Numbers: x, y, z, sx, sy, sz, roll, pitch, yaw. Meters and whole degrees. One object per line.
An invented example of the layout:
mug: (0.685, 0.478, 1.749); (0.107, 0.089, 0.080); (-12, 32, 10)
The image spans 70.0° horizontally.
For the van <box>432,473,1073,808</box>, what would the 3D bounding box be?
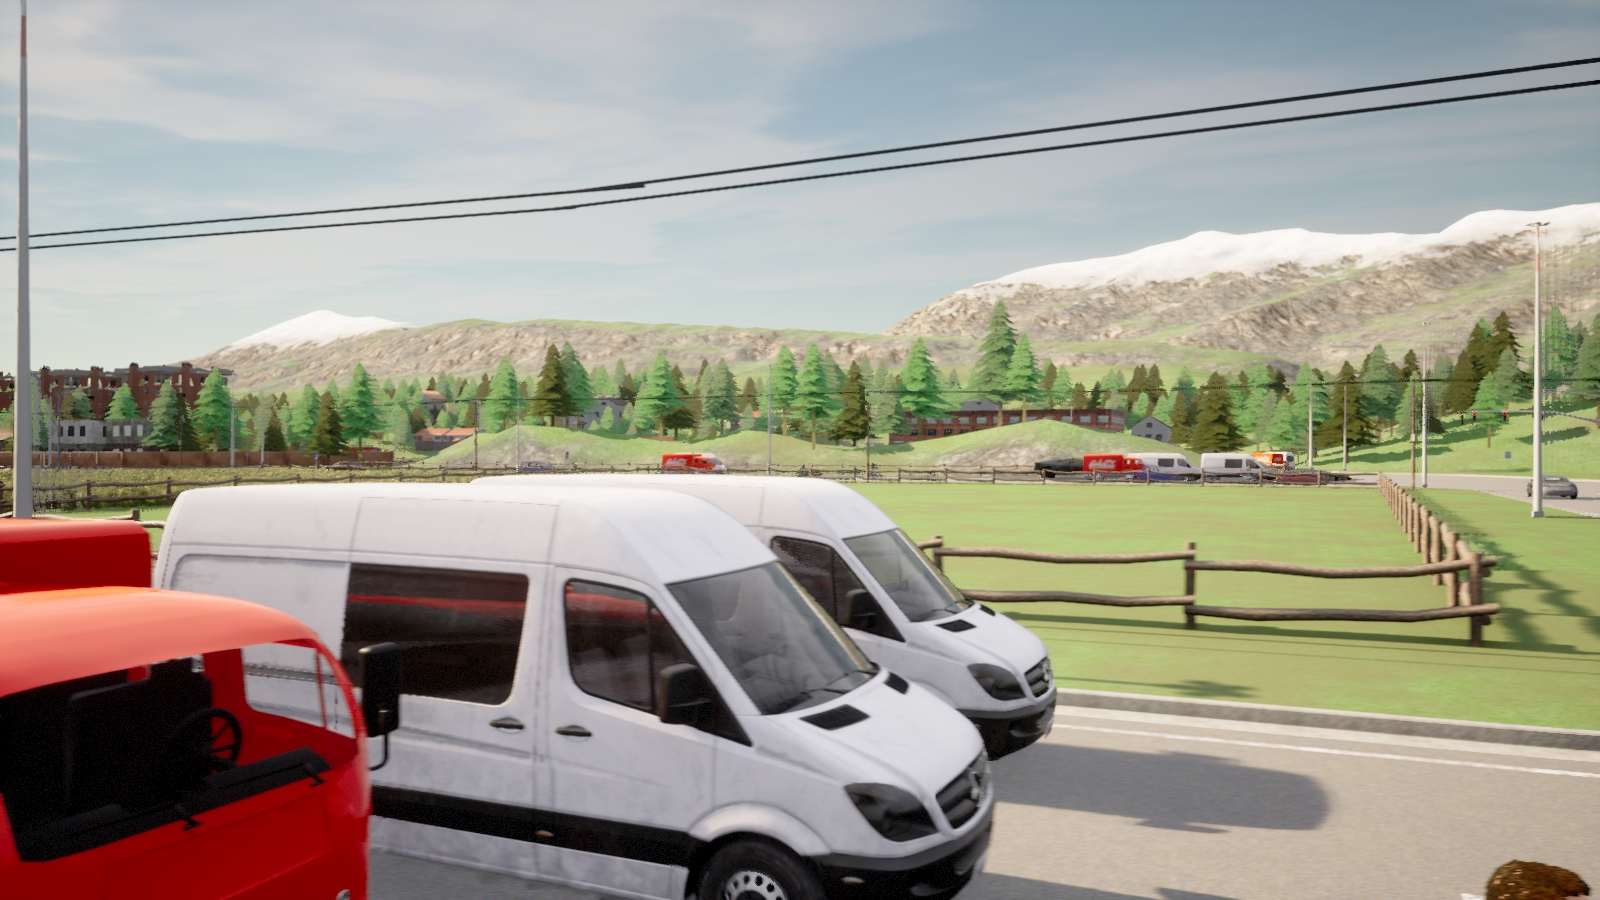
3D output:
van: (-0.528, 1.538, 11.069); (5.915, 2.561, 1.988); (0, 0, 23)

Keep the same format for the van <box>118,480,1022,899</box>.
van: (-1.656, 1.537, 7.743); (5.915, 2.561, 1.988); (0, 0, 23)

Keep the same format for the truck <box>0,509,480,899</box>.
truck: (-4.405, 1.576, 5.163); (5.204, 2.467, 2.627); (0, 0, 23)
